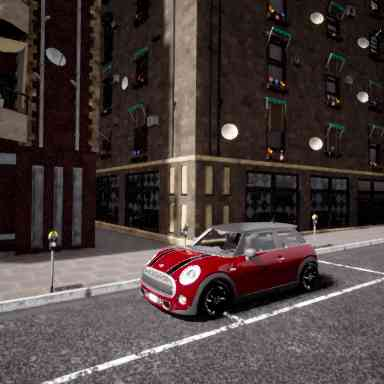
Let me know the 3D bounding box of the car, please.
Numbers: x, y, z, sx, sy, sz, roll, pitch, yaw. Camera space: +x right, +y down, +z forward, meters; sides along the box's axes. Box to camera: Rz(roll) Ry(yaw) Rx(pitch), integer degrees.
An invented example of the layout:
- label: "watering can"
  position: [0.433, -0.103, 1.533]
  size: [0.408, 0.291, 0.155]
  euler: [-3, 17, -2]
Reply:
- label: "car"
  position: [0.907, 1.442, 7.335]
  size: [4.097, 1.590, 1.967]
  euler: [0, 1, -35]
